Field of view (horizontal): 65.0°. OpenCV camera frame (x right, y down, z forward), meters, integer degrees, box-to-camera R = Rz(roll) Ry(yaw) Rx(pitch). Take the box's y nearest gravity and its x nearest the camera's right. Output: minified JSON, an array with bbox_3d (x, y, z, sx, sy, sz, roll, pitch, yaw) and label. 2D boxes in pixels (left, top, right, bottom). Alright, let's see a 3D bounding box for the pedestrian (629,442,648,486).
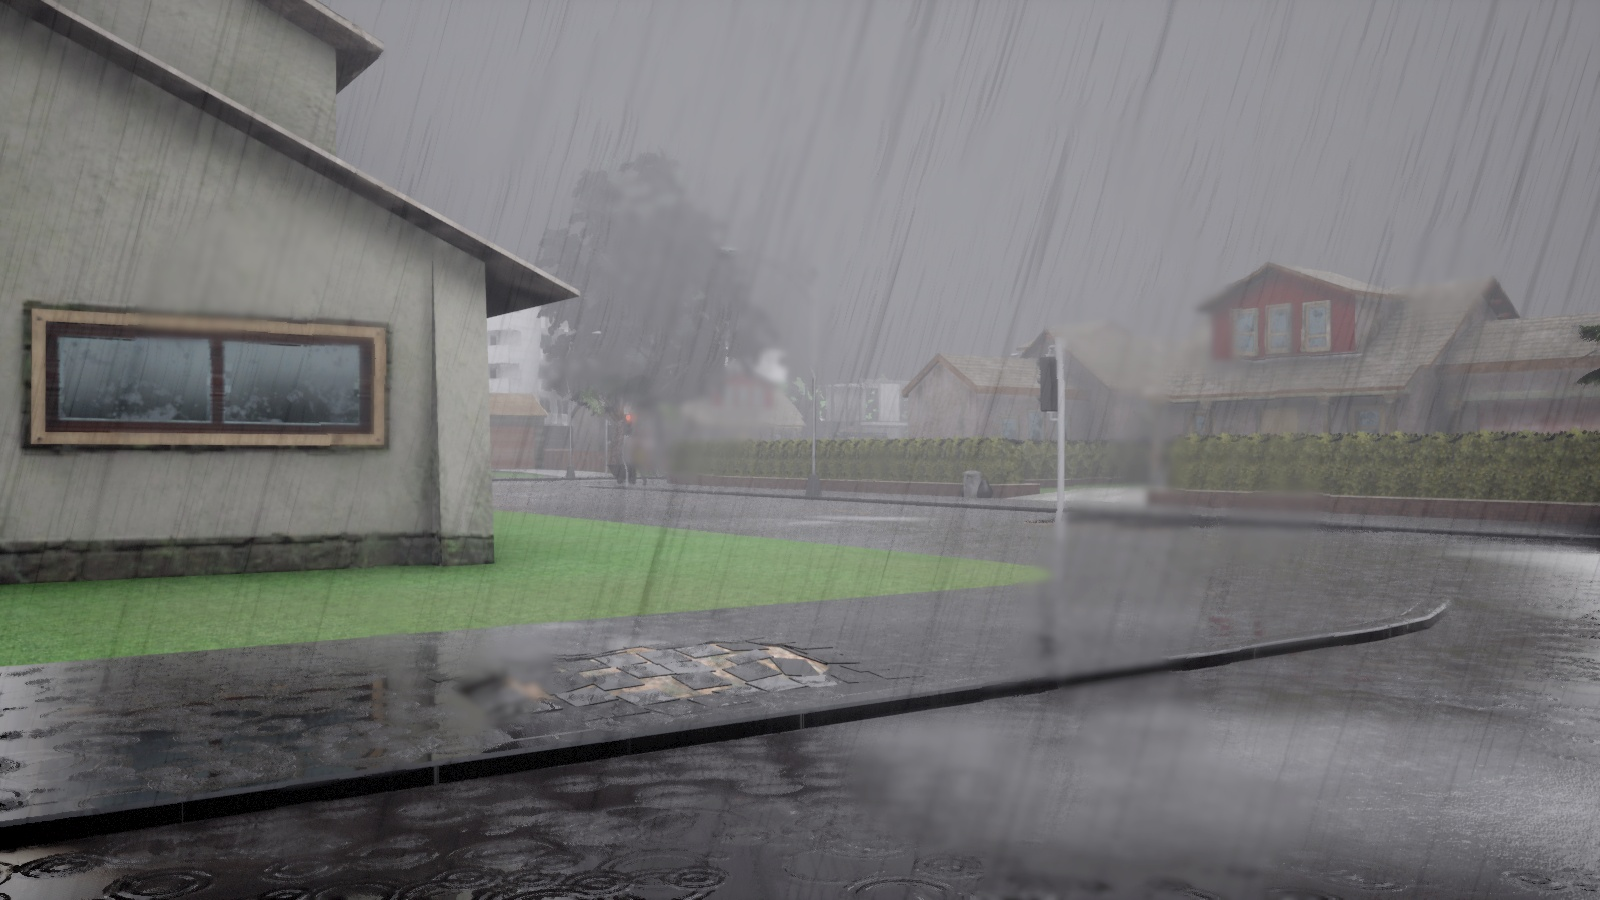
[{"bbox_3d":[-6.810,0.598,52.850,0.709,1.840,0.431,0,0,44],"label":"pedestrian"}]
